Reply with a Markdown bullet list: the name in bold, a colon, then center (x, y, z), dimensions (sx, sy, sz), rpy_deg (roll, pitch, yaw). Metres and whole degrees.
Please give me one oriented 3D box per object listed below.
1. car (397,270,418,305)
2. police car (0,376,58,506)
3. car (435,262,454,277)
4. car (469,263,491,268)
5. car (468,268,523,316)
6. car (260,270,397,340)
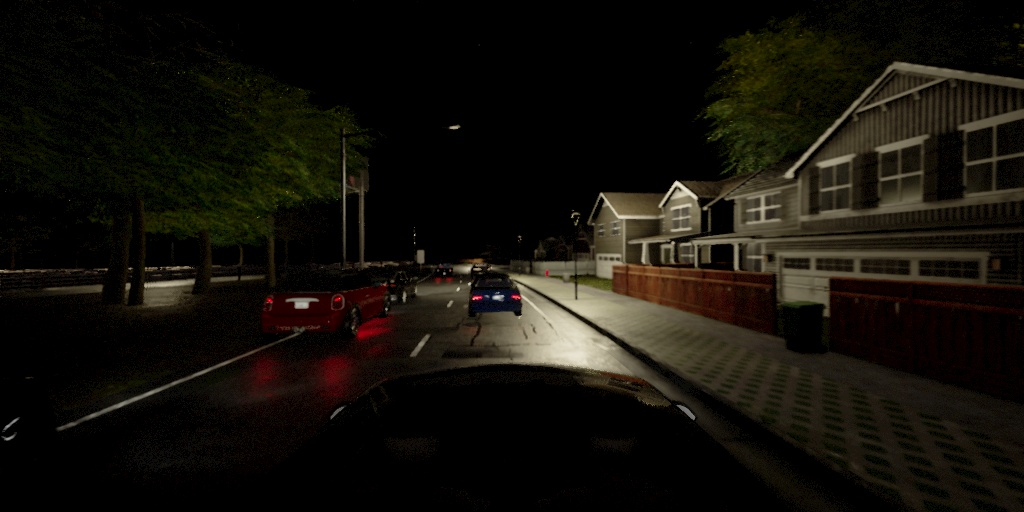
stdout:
- **car**: center (-5.579, 1.359, 16.508), dimensions (1.837, 1.490, 4.892), rpy_deg (0, 0, -5)
- **police car**: center (-4.431, 1.194, 0.631), dimensions (1.930, 1.638, 5.238), rpy_deg (0, 0, -3)
- **car**: center (-7.315, 1.555, 39.246), dimensions (1.895, 1.301, 4.718), rpy_deg (0, 0, -8)
- **car**: center (-3.041, 1.399, 34.400), dimensions (2.128, 1.511, 4.902), rpy_deg (0, 0, -8)
- **car**: center (-0.690, 1.361, 13.686), dimensions (2.033, 1.411, 5.357), rpy_deg (0, 0, -5)
- **car**: center (-5.066, 1.176, 10.490), dimensions (2.097, 1.767, 4.553), rpy_deg (0, 0, -4)
